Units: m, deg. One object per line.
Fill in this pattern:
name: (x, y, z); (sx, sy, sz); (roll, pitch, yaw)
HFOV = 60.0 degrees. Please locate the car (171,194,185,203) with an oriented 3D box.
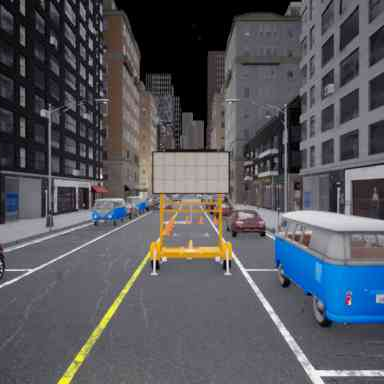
car: (-3.201, 1.583, 71.418); (1.994, 1.385, 4.181); (0, 0, 0)

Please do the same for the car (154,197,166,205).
car: (-5.844, 1.591, 61.744); (1.802, 1.307, 4.206); (0, 0, 0)

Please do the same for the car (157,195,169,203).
car: (-5.860, 1.452, 67.246); (1.967, 1.590, 4.097); (0, 0, 0)

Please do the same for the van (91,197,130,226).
van: (-5.735, 1.340, 23.236); (1.690, 1.788, 3.998); (0, 0, 0)

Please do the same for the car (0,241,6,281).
car: (-5.688, 1.440, 6.731); (1.967, 1.590, 4.097); (0, 0, 0)

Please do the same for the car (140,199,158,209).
car: (-5.797, 1.585, 45.241); (1.802, 1.307, 4.206); (0, 0, 0)

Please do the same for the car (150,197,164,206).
car: (-5.828, 1.573, 56.243); (1.947, 1.339, 4.313); (0, 0, 0)

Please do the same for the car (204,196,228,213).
car: (2.759, 1.315, 34.262); (2.192, 1.841, 5.009); (0, 0, 0)

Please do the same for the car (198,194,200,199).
car: (2.666, 1.578, 67.270); (1.947, 1.339, 4.313); (0, 0, 0)

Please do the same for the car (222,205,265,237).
car: (2.806, 1.581, 17.758); (1.802, 1.307, 4.206); (0, 0, 0)

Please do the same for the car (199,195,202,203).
car: (2.697, 1.558, 56.267); (2.008, 1.369, 4.403); (0, 0, 0)

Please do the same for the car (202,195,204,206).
car: (2.728, 1.443, 45.265); (1.967, 1.590, 4.097); (0, 0, 0)

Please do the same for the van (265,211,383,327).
van: (2.837, 1.341, 6.755); (1.690, 1.788, 3.998); (0, 0, 0)

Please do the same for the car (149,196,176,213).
car: (-3.204, 1.492, 36.663); (2.128, 1.511, 4.902); (0, 0, 0)

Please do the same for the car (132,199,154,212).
car: (-5.781, 1.567, 39.739); (1.947, 1.339, 4.313); (0, 0, 0)

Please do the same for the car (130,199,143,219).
car: (-5.750, 1.551, 28.736); (2.008, 1.369, 4.403); (0, 0, 0)

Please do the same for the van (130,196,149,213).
van: (-5.766, 1.342, 34.238); (1.690, 1.788, 3.998); (0, 0, 0)

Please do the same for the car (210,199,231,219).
car: (2.775, 1.582, 28.760); (1.802, 1.307, 4.206); (0, 0, 0)

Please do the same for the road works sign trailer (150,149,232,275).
road works sign trailer: (-0.029, 0.464, 10.425); (2.380, 3.560, 2.880); (0, 0, 0)
